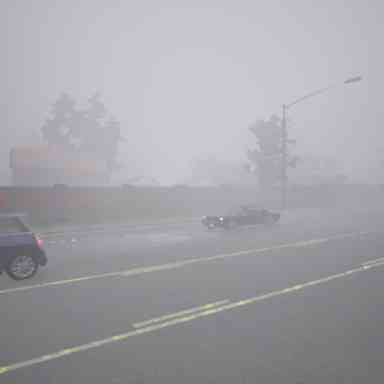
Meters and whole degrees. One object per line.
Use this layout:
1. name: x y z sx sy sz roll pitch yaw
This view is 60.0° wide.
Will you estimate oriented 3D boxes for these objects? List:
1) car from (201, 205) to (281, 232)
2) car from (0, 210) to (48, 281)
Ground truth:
1. car: 2.840 1.428 18.917 4.718 1.301 1.895 -1 1 -36
2. car: -6.136 1.357 8.217 4.553 1.767 2.097 0 0 -36
